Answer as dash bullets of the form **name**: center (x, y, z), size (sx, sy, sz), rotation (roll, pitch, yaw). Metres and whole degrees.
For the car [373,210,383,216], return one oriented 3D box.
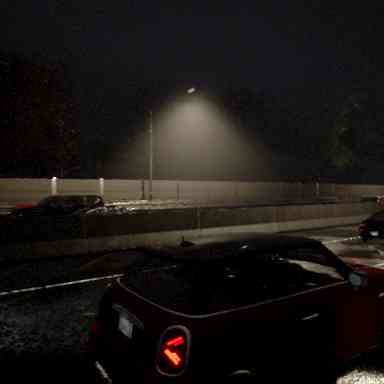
- **car**: center (9.122, 1.471, 14.546), size (4.674, 1.442, 1.812), rotation (0, 0, -35)

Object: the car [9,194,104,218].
- **car**: center (-7.815, 1.205, 19.913), size (5.566, 2.045, 2.150), rotation (0, 0, -35)

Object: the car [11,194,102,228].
- **car**: center (-9.321, 1.203, 23.138), size (5.566, 2.045, 2.150), rotation (0, 0, -35)

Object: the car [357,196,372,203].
- **car**: center (25.808, 1.381, 48.137), size (4.674, 1.442, 1.812), rotation (0, 0, -35)

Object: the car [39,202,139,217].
- **car**: center (-5.086, 1.472, 17.559), size (4.902, 1.511, 2.128), rotation (0, 0, -35)

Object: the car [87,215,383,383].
- **car**: center (1.069, 1.341, 4.510), size (4.553, 1.767, 2.097), rotation (0, 0, -36)

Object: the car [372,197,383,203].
- **car**: center (26.483, 1.211, 44.338), size (4.553, 1.767, 2.097), rotation (0, 0, -35)
